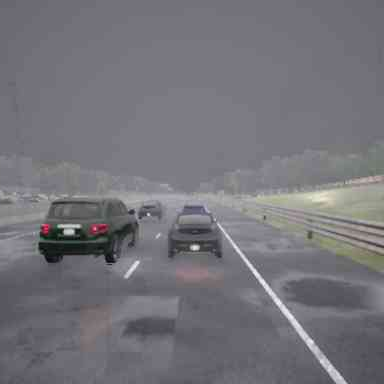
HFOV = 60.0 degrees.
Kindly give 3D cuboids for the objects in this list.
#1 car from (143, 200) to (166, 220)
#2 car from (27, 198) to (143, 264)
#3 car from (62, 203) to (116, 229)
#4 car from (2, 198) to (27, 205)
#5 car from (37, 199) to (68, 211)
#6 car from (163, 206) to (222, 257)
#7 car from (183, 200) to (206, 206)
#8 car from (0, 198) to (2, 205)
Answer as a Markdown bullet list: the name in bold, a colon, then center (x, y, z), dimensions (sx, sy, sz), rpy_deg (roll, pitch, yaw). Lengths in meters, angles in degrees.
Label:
- **car**: center (-3.330, 1.488, 28.154), dimensions (1.837, 1.490, 4.892), rpy_deg (0, 0, 0)
- **car**: center (-3.395, 1.212, 11.970), dimensions (2.150, 2.045, 5.566), rpy_deg (0, 0, 1)
- **car**: center (-6.877, 1.534, 22.956), dimensions (2.033, 1.411, 5.357), rpy_deg (0, 0, 1)
- **car**: center (-20.945, 1.468, 41.568), dimensions (2.128, 1.511, 4.902), rpy_deg (0, 0, 0)
- **car**: center (-17.446, 1.577, 41.870), dimensions (1.895, 1.301, 4.718), rpy_deg (0, 0, 0)
- **car**: center (0.109, 1.497, 12.894), dimensions (1.837, 1.490, 4.892), rpy_deg (0, 0, 0)
- **car**: center (0.180, 1.460, 29.622), dimensions (1.882, 1.535, 5.008), rpy_deg (0, 0, 0)
- **car**: center (-24.444, 1.468, 41.581), dimensions (2.128, 1.511, 4.902), rpy_deg (0, 0, 0)
